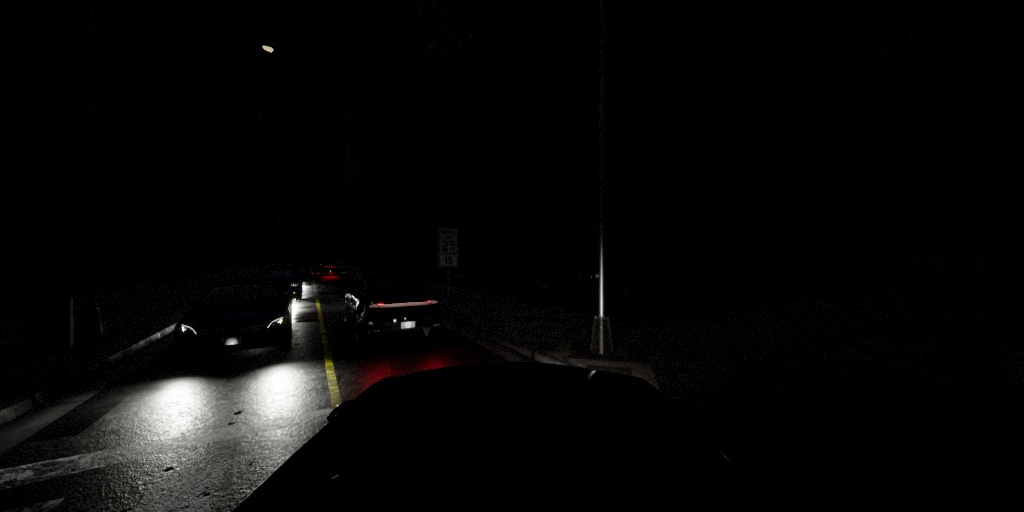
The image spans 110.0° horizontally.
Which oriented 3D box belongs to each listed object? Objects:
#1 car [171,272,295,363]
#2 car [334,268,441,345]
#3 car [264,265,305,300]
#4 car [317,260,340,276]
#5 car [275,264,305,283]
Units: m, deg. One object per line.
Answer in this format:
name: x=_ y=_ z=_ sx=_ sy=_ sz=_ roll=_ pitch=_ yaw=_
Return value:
car: x=-6.271 y=1.276 z=8.475 sx=1.812 sy=1.442 sz=4.674 roll=0 pitch=0 yaw=-31
car: x=-3.391 y=1.244 z=9.691 sx=2.128 sy=1.511 sz=4.902 roll=0 pitch=0 yaw=-30
car: x=-11.165 y=1.317 z=17.132 sx=1.994 sy=1.385 sz=4.181 roll=0 pitch=0 yaw=-29
car: x=-19.448 y=1.268 z=38.191 sx=1.837 sy=1.490 sz=4.892 roll=0 pitch=0 yaw=-29
car: x=-17.842 y=1.358 z=28.962 sx=1.895 sy=1.301 sz=4.718 roll=0 pitch=0 yaw=-29
